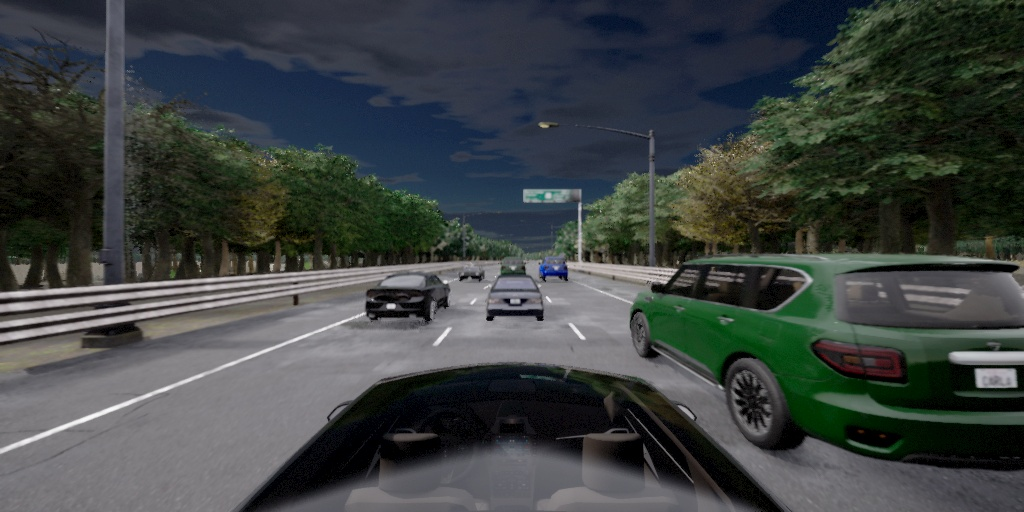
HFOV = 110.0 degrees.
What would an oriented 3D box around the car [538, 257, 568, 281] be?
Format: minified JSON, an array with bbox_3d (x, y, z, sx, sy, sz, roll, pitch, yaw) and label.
[{"bbox_3d":[3.601,1.133,31.849,2.150,2.045,5.566,0,0,0],"label":"car"}]

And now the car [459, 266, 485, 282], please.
[{"bbox_3d":[-3.400,1.509,31.211,1.895,1.301,4.718,0,0,0],"label":"car"}]

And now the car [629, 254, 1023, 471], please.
[{"bbox_3d":[3.573,0.992,5.331,2.150,2.045,5.566,0,0,0],"label":"car"}]

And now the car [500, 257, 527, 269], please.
[{"bbox_3d":[0.101,1.133,31.756,2.150,2.045,5.566,0,0,0],"label":"car"}]

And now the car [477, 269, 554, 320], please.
[{"bbox_3d":[0.097,1.353,12.776,2.033,1.411,5.357,0,0,0],"label":"car"}]

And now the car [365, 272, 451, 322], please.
[{"bbox_3d":[-3.407,1.282,12.603,1.882,1.535,5.008,0,0,0],"label":"car"}]
